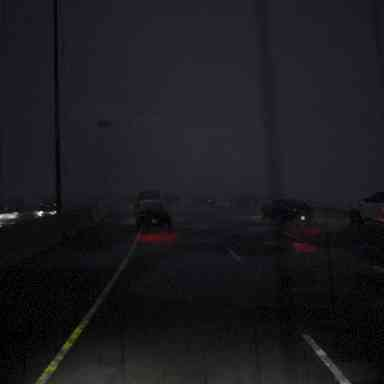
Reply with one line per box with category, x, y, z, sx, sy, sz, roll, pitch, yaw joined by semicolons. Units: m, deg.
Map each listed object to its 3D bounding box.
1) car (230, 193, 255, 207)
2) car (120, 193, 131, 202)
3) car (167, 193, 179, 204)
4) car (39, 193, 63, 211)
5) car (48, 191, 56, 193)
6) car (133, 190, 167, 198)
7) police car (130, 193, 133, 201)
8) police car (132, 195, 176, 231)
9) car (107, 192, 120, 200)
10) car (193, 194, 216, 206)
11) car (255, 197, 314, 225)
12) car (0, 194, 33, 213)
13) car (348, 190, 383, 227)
car;5.980;0.892;39.193;2.128;1.511;4.902;-1;1;-15
car;-10.014;0.938;54.701;2.033;1.411;5.357;-1;1;-21
car;-3.247;0.894;46.477;1.882;1.535;5.008;0;1;-18
car;-15.248;1.207;36.210;1.837;1.490;4.892;-1;1;-14
car;-30.975;0.486;73.762;1.882;1.535;5.008;-1;1;-31
car;-3.809;0.879;29.179;2.150;2.045;5.566;-1;1;-11
police car;-5.126;1.015;35.291;1.930;1.638;5.238;-1;1;-13
police car;-2.198;1.195;19.106;1.930;1.638;5.238;-1;1;-7
car;-16.126;0.760;68.660;2.128;1.511;4.902;-1;1;-27
car;1.507;0.975;42.460;1.994;1.385;4.181;-1;1;-16
car;5.846;1.150;21.005;1.837;1.490;4.892;1;1;-8
car;-18.357;1.258;34.167;2.128;1.511;4.902;-1;1;-14
car;10.085;0.877;16.336;2.150;2.045;5.566;0;1;-7
